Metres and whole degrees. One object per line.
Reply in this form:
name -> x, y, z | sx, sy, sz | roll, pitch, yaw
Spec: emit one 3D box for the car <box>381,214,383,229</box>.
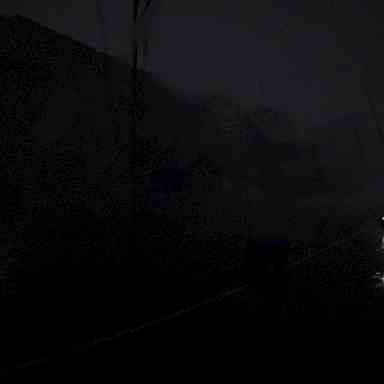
car -> 13.712, 1.666, 21.870 | 1.895, 1.301, 4.718 | 0, 0, 37
